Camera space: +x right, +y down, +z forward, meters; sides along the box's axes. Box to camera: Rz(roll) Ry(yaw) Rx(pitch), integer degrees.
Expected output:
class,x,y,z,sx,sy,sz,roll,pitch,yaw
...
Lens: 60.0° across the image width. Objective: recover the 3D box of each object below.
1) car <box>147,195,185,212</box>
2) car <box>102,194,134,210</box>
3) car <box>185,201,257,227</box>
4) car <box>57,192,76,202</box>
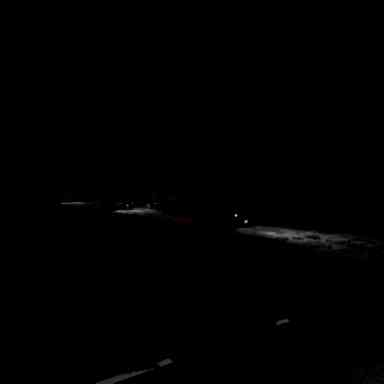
class,x,y,z,sx,sy,sz,roll,pitch,yaw
car,-2.536,1.004,31.807,1.882,1.535,5.008,-1,1,-35
car,-7.618,1.001,34.022,1.837,1.490,4.892,-1,2,-36
car,1.827,1.353,20.890,1.895,1.301,4.718,-1,2,-36
car,-18.876,0.782,49.803,1.812,1.442,4.674,-1,1,-36
